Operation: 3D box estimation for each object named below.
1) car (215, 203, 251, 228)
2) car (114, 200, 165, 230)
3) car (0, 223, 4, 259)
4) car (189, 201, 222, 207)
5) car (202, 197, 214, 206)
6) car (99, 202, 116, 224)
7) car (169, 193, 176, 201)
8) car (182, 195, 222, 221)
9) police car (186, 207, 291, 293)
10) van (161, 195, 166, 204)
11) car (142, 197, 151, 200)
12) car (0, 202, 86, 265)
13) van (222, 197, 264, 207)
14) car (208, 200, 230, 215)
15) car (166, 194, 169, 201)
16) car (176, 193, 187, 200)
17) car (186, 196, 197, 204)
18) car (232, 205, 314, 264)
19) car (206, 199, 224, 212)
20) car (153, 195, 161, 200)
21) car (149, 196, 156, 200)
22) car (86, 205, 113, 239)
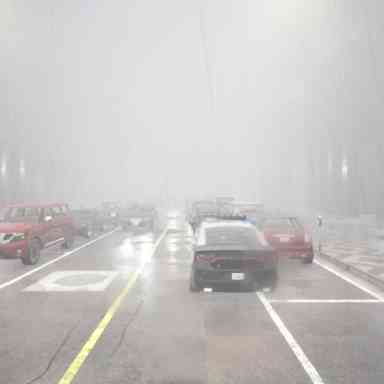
[{"bbox_3d":[2.737,1.546,23.106,1.887,1.381,4.507,0,0,0],"label":"car"},{"bbox_3d":[-3.125,1.493,20.914,2.128,1.511,4.902,0,0,0],"label":"car"},{"bbox_3d":[-5.767,1.545,6.177,1.887,1.381,4.507,0,0,0],"label":"car"},{"bbox_3d":[0.877,1.506,18.902,1.837,1.490,4.892,0,0,0],"label":"car"},{"bbox_3d":[2.696,1.571,56.927,1.947,1.339,4.313,0,0,0],"label":"car"},{"bbox_3d":[-5.787,1.442,23.087,1.967,1.590,4.097,0,0,0],"label":"car"},{"bbox_3d":[-5.863,1.330,85.086,2.192,1.841,5.009,0,0,0],"label":"car"},{"bbox_3d":[0.620,1.353,24.781,2.097,1.767,4.553,0,0,-5],"label":"car"},{"bbox_3d":[0.889,1.426,9.011,1.930,1.638,5.238,0,0,0],"label":"police car"},{"bbox_3d":[-5.828,1.346,56.904,1.690,1.788,3.998,0,0,0],"label":"van"},{"bbox_3d":[-5.801,1.553,34.359,2.008,1.369,4.403,0,0,0],"label":"car"},{"bbox_3d":[-5.773,1.316,11.813,2.192,1.841,5.009,0,0,0],"label":"car"},{"bbox_3d":[2.745,1.342,17.470,1.690,1.788,3.998,0,0,0],"label":"van"},{"bbox_3d":[2.723,1.568,34.380,1.947,1.339,4.313,0,0,0],"label":"car"},{"bbox_3d":[-5.835,1.531,62.370,1.752,1.417,4.829,0,0,0],"label":"car"},{"bbox_3d":[-3.111,1.622,92.355,1.895,1.301,4.718,0,0,0],"label":"car"},{"bbox_3d":[-0.078,1.570,64.525,1.994,1.385,4.181,0,0,0],"label":"car"},{"bbox_3d":[2.751,1.441,11.833,1.967,1.590,4.097,0,0,0],"label":"car"},{"bbox_3d":[2.717,1.569,40.017,1.947,1.339,4.313,0,0,0],"label":"car"},{"bbox_3d":[-5.815,1.444,45.631,1.967,1.590,4.097,0,0,0],"label":"car"},{"bbox_3d":[-5.808,1.528,39.825,1.752,1.417,4.829,0,0,0],"label":"car"},{"bbox_3d":[-5.781,1.567,17.450,1.947,1.339,4.313,0,0,0],"label":"car"}]
